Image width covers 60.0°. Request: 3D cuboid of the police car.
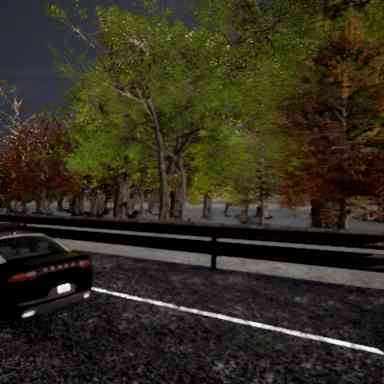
[{"bbox_3d":[-4.394,1.511,7.243,5.238,1.638,1.930,-1,0,34],"label":"police car"}]
